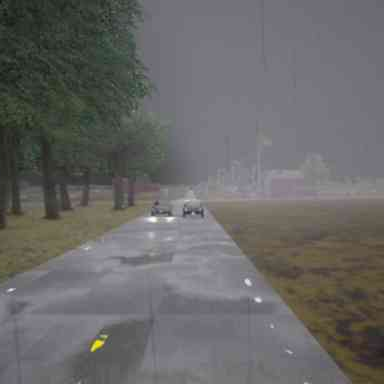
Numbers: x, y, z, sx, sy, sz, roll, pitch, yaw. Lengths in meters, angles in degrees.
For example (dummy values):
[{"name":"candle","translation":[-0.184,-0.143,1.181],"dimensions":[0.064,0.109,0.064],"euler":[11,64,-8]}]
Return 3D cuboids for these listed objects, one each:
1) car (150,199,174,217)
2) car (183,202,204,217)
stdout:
[{"name":"car","translation":[-2.743,1.475,31.272],"dimensions":[1.837,1.490,4.892],"euler":[0,0,0]},{"name":"car","translation":[0.109,1.570,31.012],"dimensions":[1.895,1.301,4.718],"euler":[0,0,0]}]
